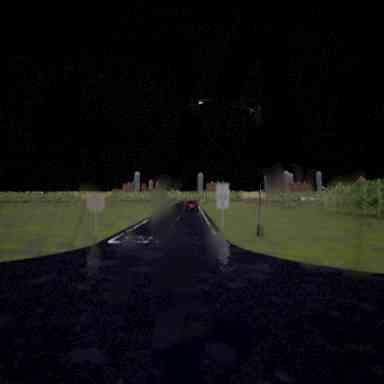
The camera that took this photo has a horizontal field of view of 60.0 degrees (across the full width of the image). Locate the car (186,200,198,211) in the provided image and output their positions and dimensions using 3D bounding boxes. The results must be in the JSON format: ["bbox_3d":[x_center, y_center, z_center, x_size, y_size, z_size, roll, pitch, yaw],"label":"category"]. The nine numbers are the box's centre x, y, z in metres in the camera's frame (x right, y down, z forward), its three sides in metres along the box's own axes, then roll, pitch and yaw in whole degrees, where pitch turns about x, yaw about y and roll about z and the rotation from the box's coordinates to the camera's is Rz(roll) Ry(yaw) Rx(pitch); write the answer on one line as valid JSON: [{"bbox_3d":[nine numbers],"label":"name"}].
[{"bbox_3d":[-0.011,2.023,51.274,1.882,1.535,5.008,0,-1,0],"label":"car"}]

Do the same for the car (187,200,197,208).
[{"bbox_3d":[-0.011,2.246,61.723,1.895,1.301,4.718,0,-1,0],"label":"car"}]
